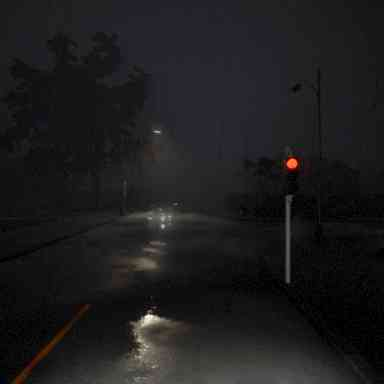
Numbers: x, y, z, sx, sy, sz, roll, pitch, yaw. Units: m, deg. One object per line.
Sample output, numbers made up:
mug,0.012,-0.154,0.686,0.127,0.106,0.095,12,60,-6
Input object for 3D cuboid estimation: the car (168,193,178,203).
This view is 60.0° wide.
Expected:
car,-4.001,1.221,67.155,2.150,2.045,5.566,0,0,0

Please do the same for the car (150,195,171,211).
car,-4.082,1.504,41.469,1.837,1.490,4.892,0,0,0

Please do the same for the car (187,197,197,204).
car,0.014,1.600,61.647,1.895,1.301,4.718,0,0,0

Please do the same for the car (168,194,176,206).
car,-4.069,1.505,52.608,1.837,1.490,4.892,0,0,0
